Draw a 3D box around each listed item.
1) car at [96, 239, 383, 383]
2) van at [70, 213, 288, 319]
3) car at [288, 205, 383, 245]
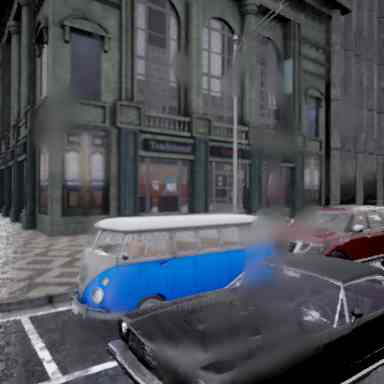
[{"bbox_3d":[1.404,1.611,4.381,4.718,1.301,1.895,0,0,-36],"label":"car"},{"bbox_3d":[-0.158,1.352,6.535,3.998,1.788,1.690,0,0,-35],"label":"van"},{"bbox_3d":[4.273,1.341,9.695,5.009,1.841,2.192,0,0,-35],"label":"car"}]
